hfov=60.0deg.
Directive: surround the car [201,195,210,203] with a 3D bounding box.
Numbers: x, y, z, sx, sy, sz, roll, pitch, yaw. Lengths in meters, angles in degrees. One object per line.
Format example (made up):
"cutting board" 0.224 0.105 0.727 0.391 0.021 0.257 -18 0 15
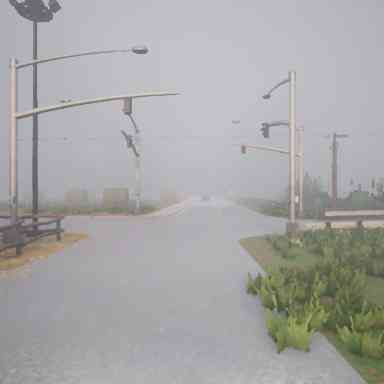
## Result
"car" 2.842 1.391 69.236 1.882 1.535 5.008 0 0 3
